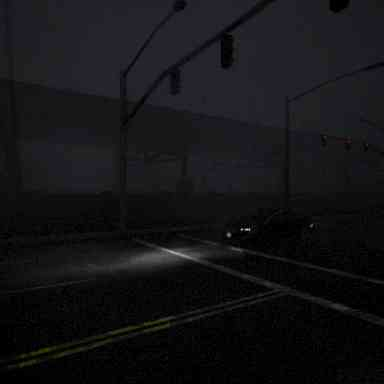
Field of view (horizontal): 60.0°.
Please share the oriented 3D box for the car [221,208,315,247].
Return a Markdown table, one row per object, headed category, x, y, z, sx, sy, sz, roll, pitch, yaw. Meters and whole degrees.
| category | x | y | z | sx | sy | sz | roll | pitch | yaw |
| --- | --- | --- | --- | --- | --- | --- | --- | --- | --- |
| car | 3.514 | 1.492 | 15.068 | 4.902 | 1.511 | 2.128 | 0 | 0 | -35 |
